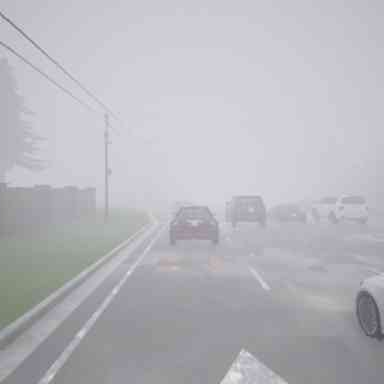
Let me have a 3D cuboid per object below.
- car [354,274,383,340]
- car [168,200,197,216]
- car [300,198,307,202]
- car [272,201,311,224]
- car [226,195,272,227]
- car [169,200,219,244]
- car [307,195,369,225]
[{"bbox_3d":[3.601,1.529,3.588,1.812,1.442,4.674,0,0,0],"label":"car"},{"bbox_3d":[-1.127,1.577,35.043,2.033,1.411,5.357,0,0,-13],"label":"car"},{"bbox_3d":[14.107,1.529,40.545,2.128,1.511,4.902,0,0,0],"label":"car"},{"bbox_3d":[7.105,1.587,25.148,1.994,1.385,4.181,0,0,0],"label":"car"},{"bbox_3d":[3.604,1.242,22.882,2.150,2.045,5.566,0,0,0],"label":"car"},{"bbox_3d":[0.102,1.367,15.995,2.097,1.767,4.553,0,0,0],"label":"car"},{"bbox_3d":[10.604,1.244,24.174,2.150,2.045,5.566,0,0,0],"label":"car"}]
